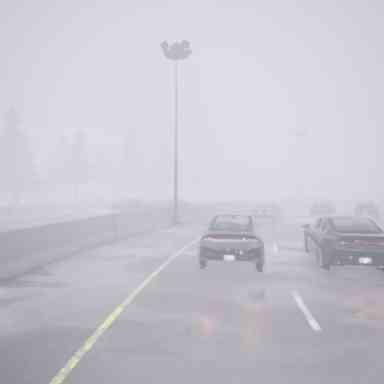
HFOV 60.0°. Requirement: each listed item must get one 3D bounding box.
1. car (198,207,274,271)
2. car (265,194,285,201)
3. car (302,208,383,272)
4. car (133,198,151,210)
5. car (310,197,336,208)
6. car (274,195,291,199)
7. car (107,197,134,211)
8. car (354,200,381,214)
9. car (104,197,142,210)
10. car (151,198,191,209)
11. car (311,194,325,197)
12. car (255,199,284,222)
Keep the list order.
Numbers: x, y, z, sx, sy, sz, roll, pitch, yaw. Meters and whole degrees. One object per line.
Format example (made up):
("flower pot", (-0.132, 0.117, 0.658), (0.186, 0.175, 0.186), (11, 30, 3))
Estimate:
("car", (1.378, 1.481, 10.990), (2.128, 1.511, 4.902), (0, 0, 10))
("car", (18.336, 1.176, 73.609), (4.718, 1.301, 1.895), (0, 0, -40))
("car", (4.887, 1.508, 10.919), (1.837, 1.490, 4.892), (0, 0, 10))
("car", (-4.221, 1.496, 37.464), (1.994, 1.385, 4.181), (0, 0, 29))
("car", (12.049, 1.494, 30.528), (2.128, 1.511, 4.902), (0, 0, 28))
("car", (19.014, 1.442, 69.622), (4.674, 1.442, 1.812), (0, 0, -40))
("car", (-7.390, 1.396, 38.977), (1.882, 1.535, 5.008), (0, 0, 29))
("car", (15.774, 1.522, 30.015), (1.837, 1.490, 4.892), (0, 0, 30))
("car", (-8.902, 1.398, 43.387), (2.128, 1.511, 4.902), (0, 0, 30))
("car", (-1.809, 1.423, 34.556), (1.882, 1.535, 5.008), (0, 0, 27))
("car", (24.756, 1.182, 65.292), (4.892, 1.490, 1.837), (0, 0, -40))
("car", (5.978, 1.533, 26.309), (2.033, 1.411, 5.357), (0, 0, 24))
